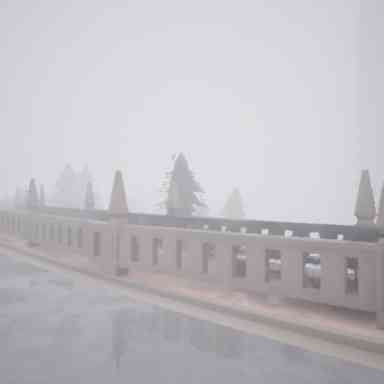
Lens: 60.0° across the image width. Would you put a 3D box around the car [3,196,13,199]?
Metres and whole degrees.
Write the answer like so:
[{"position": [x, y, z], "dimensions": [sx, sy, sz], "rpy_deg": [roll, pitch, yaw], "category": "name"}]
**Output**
[{"position": [-39.124, 1.575, 71.474], "dimensions": [1.837, 1.490, 4.892], "rpy_deg": [0, 0, -14], "category": "car"}]
